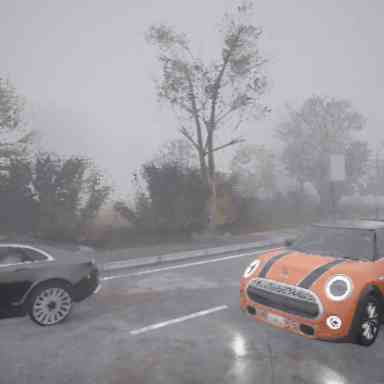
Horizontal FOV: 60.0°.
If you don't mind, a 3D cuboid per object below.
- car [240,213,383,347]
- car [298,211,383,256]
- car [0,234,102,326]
[{"bbox_3d":[3.020,1.370,6.509,4.553,1.767,2.097,0,-1,-39],"label":"car"},{"bbox_3d":[6.489,1.604,13.974,4.181,1.385,1.994,0,0,-41],"label":"car"},{"bbox_3d":[-4.011,1.514,5.517,4.902,1.511,2.128,0,0,-36],"label":"car"}]
